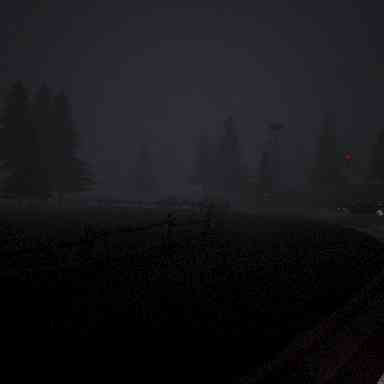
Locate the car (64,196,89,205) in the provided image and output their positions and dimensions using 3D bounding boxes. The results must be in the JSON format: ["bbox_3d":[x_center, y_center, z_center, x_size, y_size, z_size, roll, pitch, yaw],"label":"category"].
[{"bbox_3d":[-20.570,1.526,58.300,4.674,1.442,1.812,0,0,41],"label":"car"}]

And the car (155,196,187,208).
[{"bbox_3d":[-3.299,1.352,47.963,4.553,1.767,2.097,0,0,41],"label":"car"}]

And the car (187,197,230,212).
[{"bbox_3d":[2.059,1.351,38.687,4.553,1.767,2.097,0,0,41],"label":"car"}]

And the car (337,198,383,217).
[{"bbox_3d":[16.201,1.505,31.063,4.892,1.490,1.837,0,0,41],"label":"car"}]

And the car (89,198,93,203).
[{"bbox_3d":[-21.327,1.477,63.589,5.008,1.535,1.882,0,0,41],"label":"car"}]

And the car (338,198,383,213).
[{"bbox_3d":[19.394,1.477,37.558,5.008,1.535,1.882,0,0,41],"label":"car"}]

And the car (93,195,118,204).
[{"bbox_3d":[-16.102,1.492,63.693,4.902,1.511,2.128,0,0,41],"label":"car"}]

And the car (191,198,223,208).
[{"bbox_3d":[2.153,1.564,47.869,4.181,1.385,1.994,0,0,41],"label":"car"}]

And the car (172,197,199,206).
[{"bbox_3d":[-1.097,1.564,55.319,4.181,1.385,1.994,0,0,41],"label":"car"}]

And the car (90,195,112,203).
[{"bbox_3d":[-19.485,1.478,71.128,5.008,1.535,1.882,0,0,41],"label":"car"}]
